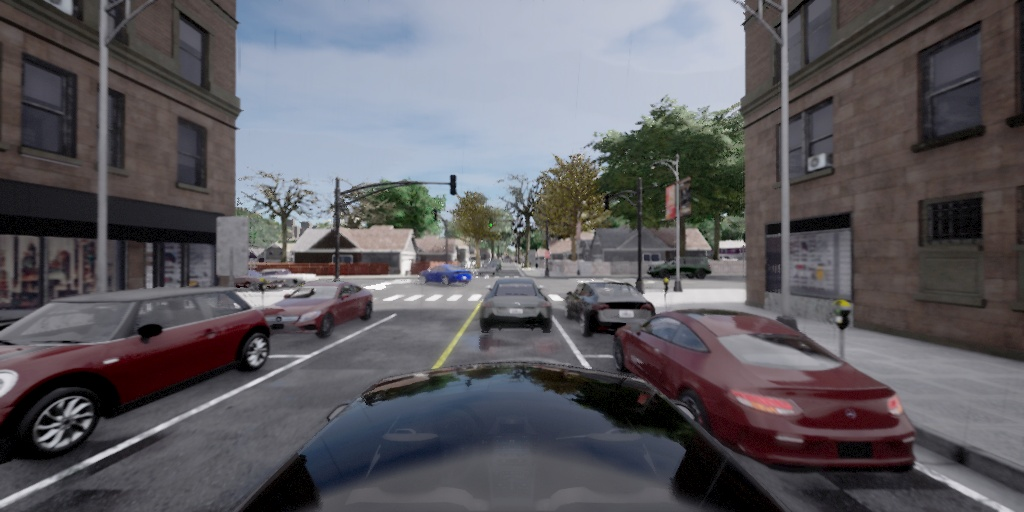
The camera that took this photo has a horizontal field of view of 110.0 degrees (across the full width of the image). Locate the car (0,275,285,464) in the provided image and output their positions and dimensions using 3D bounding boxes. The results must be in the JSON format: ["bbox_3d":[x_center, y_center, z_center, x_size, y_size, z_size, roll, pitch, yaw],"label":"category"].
[{"bbox_3d":[-5.387,1.213,4.825,1.967,1.591,4.097,0,0,0],"label":"car"}]

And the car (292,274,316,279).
[{"bbox_3d":[-17.188,1.635,26.641,4.718,1.301,1.895,0,0,-3],"label":"car"}]

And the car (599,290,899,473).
[{"bbox_3d":[2.638,1.355,4.824,1.802,1.307,4.207,0,0,0],"label":"car"}]

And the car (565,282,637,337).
[{"bbox_3d":[2.640,1.381,10.342,1.948,1.339,4.313,0,0,0],"label":"car"}]

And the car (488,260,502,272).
[{"bbox_3d":[-3.022,1.747,54.967,1.994,1.385,4.181,0,0,0],"label":"car"}]

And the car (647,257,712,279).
[{"bbox_3d":[15.494,1.109,33.319,5.566,2.045,2.150,0,0,0],"label":"car"}]

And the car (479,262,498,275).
[{"bbox_3d":[-3.070,1.697,44.922,1.895,1.301,4.718,0,0,0],"label":"car"}]

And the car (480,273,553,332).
[{"bbox_3d":[0.103,1.385,11.123,1.994,1.385,4.181,0,0,0],"label":"car"}]

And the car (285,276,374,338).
[{"bbox_3d":[-5.385,1.397,10.344,1.802,1.307,4.207,0,0,0],"label":"car"}]

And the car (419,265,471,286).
[{"bbox_3d":[-5.237,1.445,27.751,5.008,1.535,1.882,0,-1,44],"label":"car"}]

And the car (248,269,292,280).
[{"bbox_3d":[-17.799,1.562,23.391,5.357,1.411,2.033,0,0,0],"label":"car"}]
